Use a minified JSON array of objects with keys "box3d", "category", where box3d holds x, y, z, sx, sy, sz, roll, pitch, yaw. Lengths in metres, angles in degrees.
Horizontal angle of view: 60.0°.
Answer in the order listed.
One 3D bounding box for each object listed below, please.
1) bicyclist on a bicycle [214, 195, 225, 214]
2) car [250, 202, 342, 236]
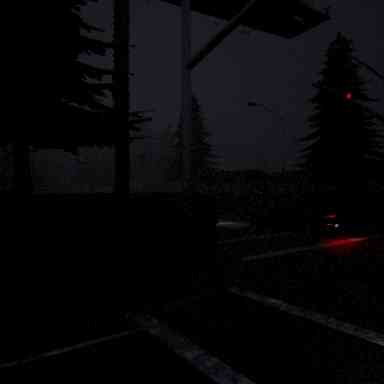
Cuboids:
[{"box3d":[2.100,1.036,27.846,1.656,1.620,0.582,-1,0,-36],"category":"bicyclist on a bicycle"},{"box3d":[5.068,1.261,16.864,2.128,1.511,4.902,0,1,-36],"category":"car"}]
